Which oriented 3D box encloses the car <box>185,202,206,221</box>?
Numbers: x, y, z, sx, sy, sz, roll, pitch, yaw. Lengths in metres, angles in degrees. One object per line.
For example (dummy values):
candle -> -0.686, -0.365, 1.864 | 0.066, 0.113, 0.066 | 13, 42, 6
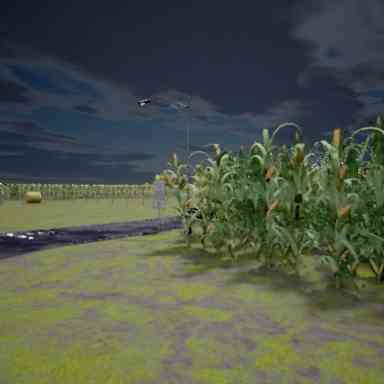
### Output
car -> 1.359, 1.567, 27.008 | 2.128, 1.511, 4.902 | 1, 0, 34
